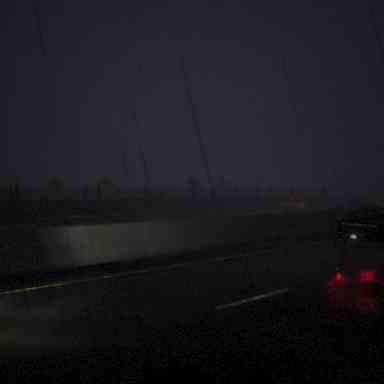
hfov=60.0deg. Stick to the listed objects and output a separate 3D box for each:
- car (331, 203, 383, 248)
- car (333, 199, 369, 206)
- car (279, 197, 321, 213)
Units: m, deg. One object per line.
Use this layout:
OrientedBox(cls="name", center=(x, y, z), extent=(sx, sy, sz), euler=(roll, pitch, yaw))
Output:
OrientedBox(cls="car", center=(7.885, 1.400, 13.553), extent=(4.902, 1.511, 2.128), euler=(0, 0, -35))
OrientedBox(cls="car", center=(15.609, 1.343, 32.065), extent=(5.357, 1.411, 2.033), euler=(0, 0, -35))
OrientedBox(cls="car", center=(10.687, 1.292, 32.883), extent=(5.008, 1.535, 1.882), euler=(0, 0, -35))
